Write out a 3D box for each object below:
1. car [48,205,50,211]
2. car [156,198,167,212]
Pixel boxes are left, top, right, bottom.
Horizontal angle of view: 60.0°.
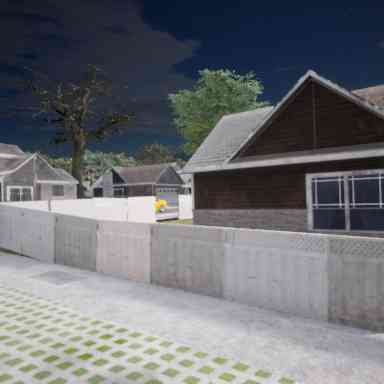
[{"bbox_3d":[-11.068,1.465,22.528,2.033,1.411,5.357,-2,-1,36],"label":"car"},{"bbox_3d":[-4.481,1.257,31.543,1.882,1.535,5.008,-2,-1,36],"label":"car"}]
